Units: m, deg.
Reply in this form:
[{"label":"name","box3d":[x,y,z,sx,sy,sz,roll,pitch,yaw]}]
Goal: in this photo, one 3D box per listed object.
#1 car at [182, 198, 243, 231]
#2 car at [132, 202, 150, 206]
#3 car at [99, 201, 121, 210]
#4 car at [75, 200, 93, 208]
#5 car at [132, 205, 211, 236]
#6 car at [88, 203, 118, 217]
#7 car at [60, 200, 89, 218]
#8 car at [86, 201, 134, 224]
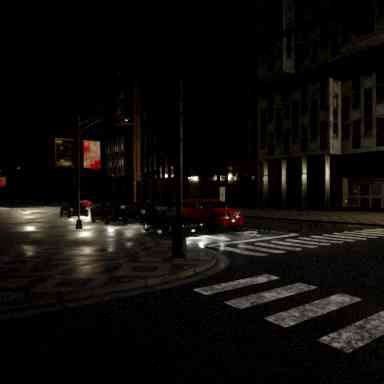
[{"label":"car","box3d":[1.008,1.456,22.774,2.150,2.045,5.566,0,-1,-34]},{"label":"car","box3d":[-4.647,1.717,30.639,2.097,1.767,4.553,0,-1,-36]},{"label":"car","box3d":[-13.458,2.226,54.453,1.994,1.385,4.181,0,-1,-36]},{"label":"car","box3d":[-21.173,2.319,65.217,1.882,1.535,5.008,0,-1,-36]},{"label":"car","box3d":[-1.476,1.794,20.617,2.033,1.411,5.357,0,-1,-36]},{"label":"car","box3d":[-10.430,2.025,38.724,1.812,1.442,4.674,0,-1,-35]},{"label":"car","box3d":[-13.077,1.868,36.840,2.097,1.767,4.553,0,-1,-35]},{"label":"car","box3d":[-7.167,1.856,28.568,1.882,1.535,5.008,0,-1,-36]}]
